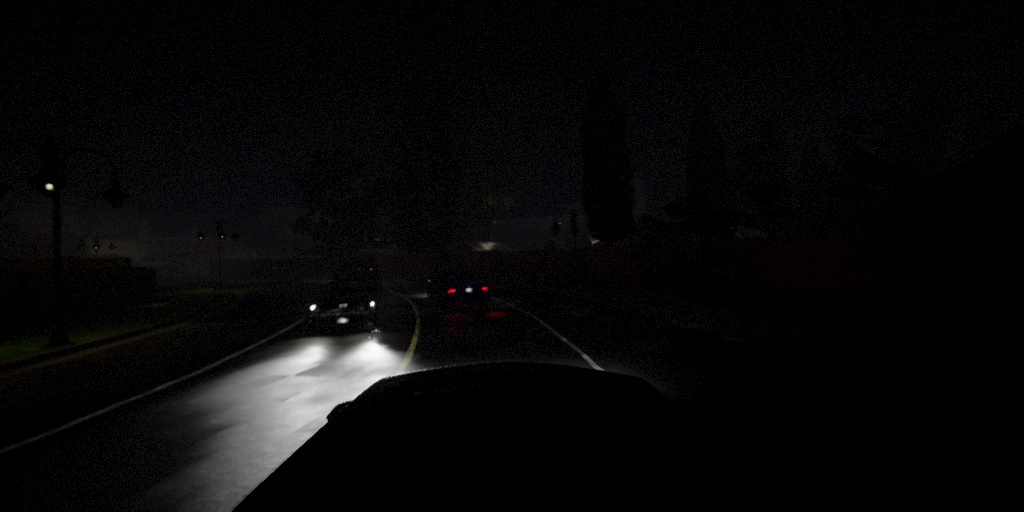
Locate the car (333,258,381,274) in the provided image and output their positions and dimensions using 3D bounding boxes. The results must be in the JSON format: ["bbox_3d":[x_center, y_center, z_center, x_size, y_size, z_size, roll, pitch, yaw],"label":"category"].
[{"bbox_3d":[-13.683,1.257,31.564,5.566,2.045,2.150,-2,0,42],"label":"car"}]

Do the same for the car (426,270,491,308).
[{"bbox_3d":[-2.431,1.291,15.297,2.033,1.411,5.357,-1,0,-21],"label":"car"}]

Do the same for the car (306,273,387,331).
[{"bbox_3d":[-5.122,1.413,11.614,1.895,1.301,4.718,-1,0,-17],"label":"car"}]
